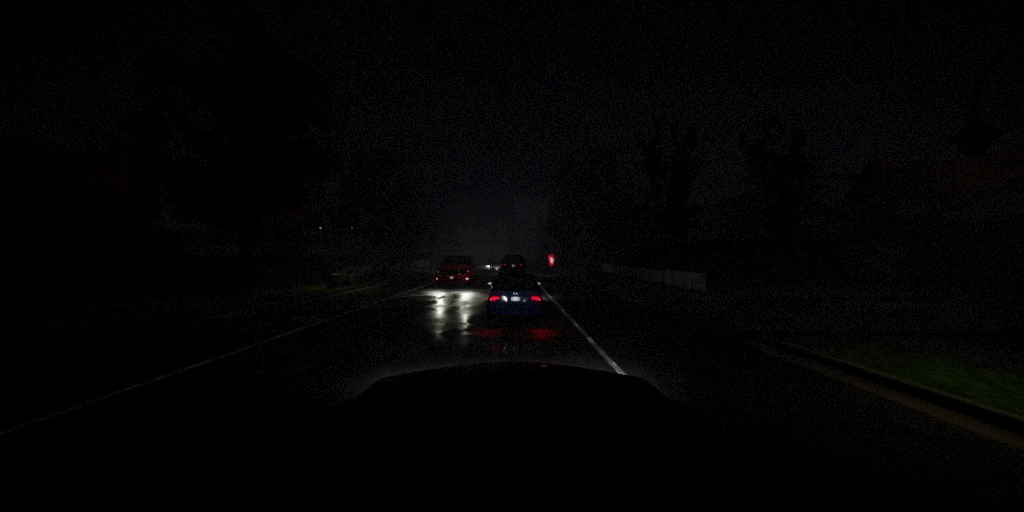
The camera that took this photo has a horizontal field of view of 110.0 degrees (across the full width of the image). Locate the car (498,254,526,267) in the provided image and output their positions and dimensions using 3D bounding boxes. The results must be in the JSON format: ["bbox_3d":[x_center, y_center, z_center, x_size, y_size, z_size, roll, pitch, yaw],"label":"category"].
[{"bbox_3d":[0.092,0.883,32.147,2.150,2.045,5.566,0,0,0],"label":"car"}]

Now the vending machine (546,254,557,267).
[{"bbox_3d":[6.869,0.704,62.557,1.100,2.100,0.880,0,0,0],"label":"vending machine"}]

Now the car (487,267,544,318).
[{"bbox_3d":[0.096,1.287,12.921,2.033,1.411,5.357,0,0,0],"label":"car"}]

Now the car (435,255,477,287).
[{"bbox_3d":[-3.606,0.922,24.153,2.150,2.045,5.566,0,0,0],"label":"car"}]
